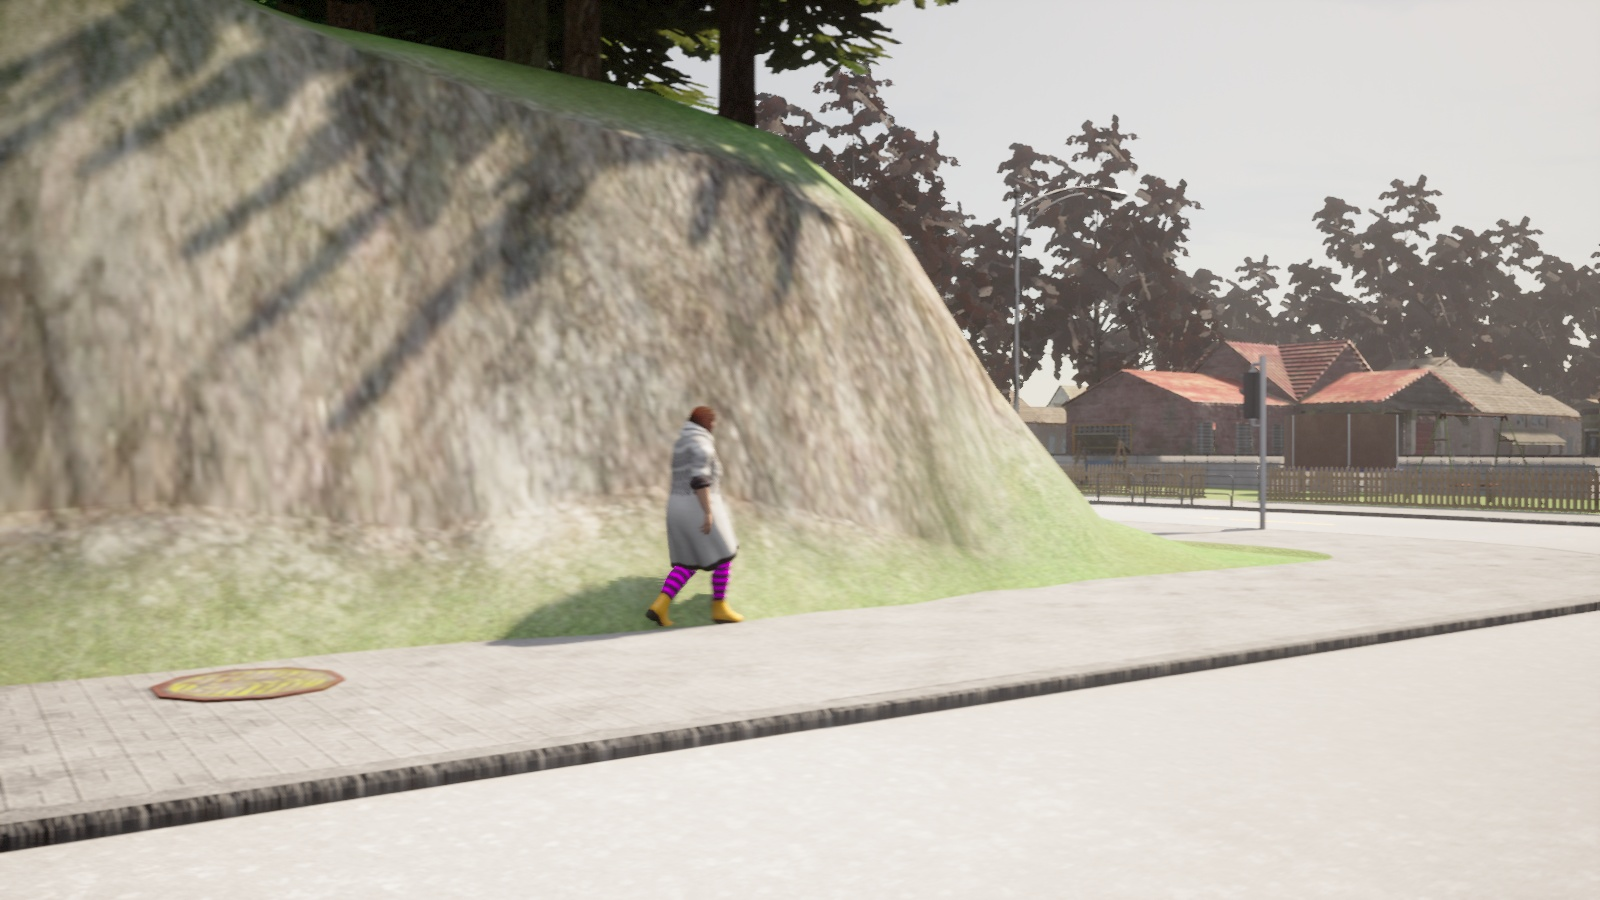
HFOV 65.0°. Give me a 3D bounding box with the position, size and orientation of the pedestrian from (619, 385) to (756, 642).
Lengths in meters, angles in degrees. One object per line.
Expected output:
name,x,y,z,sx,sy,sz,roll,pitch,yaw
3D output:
pedestrian,-0.903,0.484,10.069,0.873,1.952,0.659,0,0,-35
